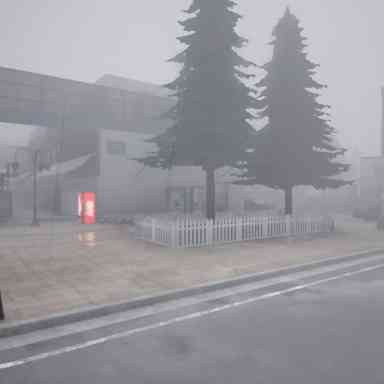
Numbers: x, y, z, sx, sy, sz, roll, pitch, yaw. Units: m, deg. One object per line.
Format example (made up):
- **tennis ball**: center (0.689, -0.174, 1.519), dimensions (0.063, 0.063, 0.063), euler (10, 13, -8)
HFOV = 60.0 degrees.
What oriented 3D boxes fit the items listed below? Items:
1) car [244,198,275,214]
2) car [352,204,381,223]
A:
- **car**: center (6.582, 1.462, 35.197), dimensions (1.882, 1.535, 5.008), euler (0, 0, -34)
- **car**: center (14.329, 1.532, 23.688), dimensions (2.033, 1.411, 5.357), euler (0, 0, -34)
